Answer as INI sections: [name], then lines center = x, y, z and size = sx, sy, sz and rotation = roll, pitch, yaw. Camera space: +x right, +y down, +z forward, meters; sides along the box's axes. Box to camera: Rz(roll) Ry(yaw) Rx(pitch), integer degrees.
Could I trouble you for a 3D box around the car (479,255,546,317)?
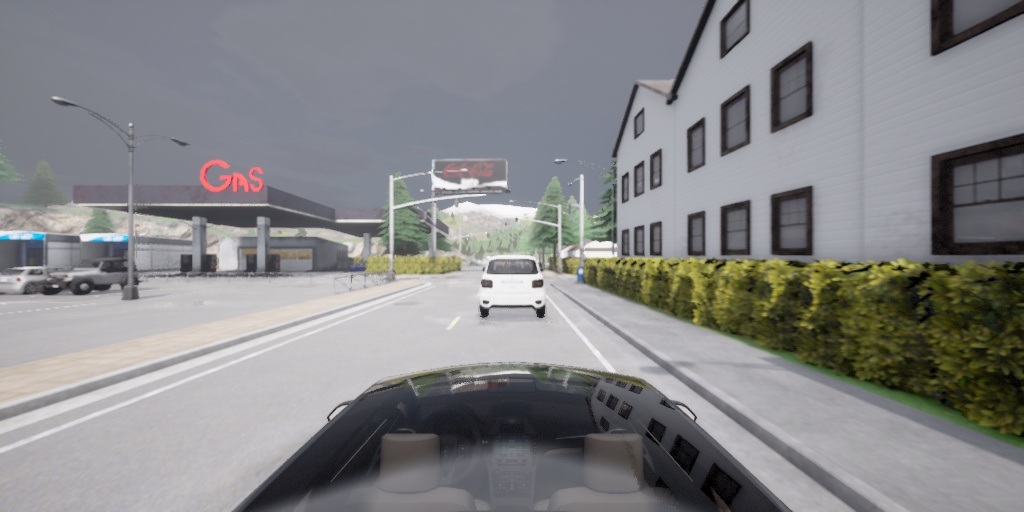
[car]
center = 0.037, 0.995, 13.414
size = 2.150, 2.045, 5.566
rotation = 0, 0, 1
